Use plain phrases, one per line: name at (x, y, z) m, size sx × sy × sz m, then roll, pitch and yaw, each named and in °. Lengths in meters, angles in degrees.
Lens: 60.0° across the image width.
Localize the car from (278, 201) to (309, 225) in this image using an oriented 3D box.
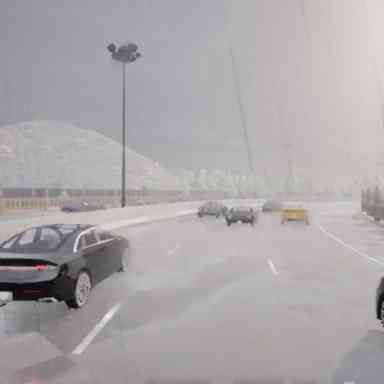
car at (7.767, 1.532, 25.130) m, size 1.882 × 1.535 × 5.008 m, roll 0°, pitch 0°, yaw 17°

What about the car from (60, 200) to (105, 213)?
car at (-11.315, 1.520, 34.900) m, size 2.033 × 1.411 × 5.357 m, roll 0°, pitch 0°, yaw 20°

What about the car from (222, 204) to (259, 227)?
car at (3.618, 1.635, 23.372) m, size 1.895 × 1.301 × 4.718 m, roll 0°, pitch 0°, yaw 16°

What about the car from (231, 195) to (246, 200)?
car at (9.708, 1.397, 70.550) m, size 1.837 × 1.490 × 4.892 m, roll 0°, pitch 0°, yaw 41°

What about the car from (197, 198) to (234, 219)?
car at (2.005, 1.579, 30.071) m, size 2.033 × 1.411 × 5.357 m, roll 0°, pitch 0°, yaw 20°

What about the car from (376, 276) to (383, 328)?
car at (3.817, 1.512, 3.457) m, size 2.128 × 1.511 × 4.902 m, roll 0°, pitch 0°, yaw 3°

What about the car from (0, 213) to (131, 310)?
car at (-2.850, 1.484, 7.843) m, size 2.128 × 1.511 × 4.902 m, roll 0°, pitch 0°, yaw 5°

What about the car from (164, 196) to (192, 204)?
car at (-1.659, 1.373, 40.030) m, size 2.097 × 1.767 × 4.553 m, roll 0°, pitch 0°, yaw 25°

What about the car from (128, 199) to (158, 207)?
car at (-5.708, 1.527, 39.553) m, size 1.812 × 1.442 × 4.674 m, roll 0°, pitch 0°, yaw 24°

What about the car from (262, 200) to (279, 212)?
car at (9.600, 1.636, 38.902) m, size 1.994 × 1.385 × 4.181 m, roll 0°, pitch 0°, yaw 26°
